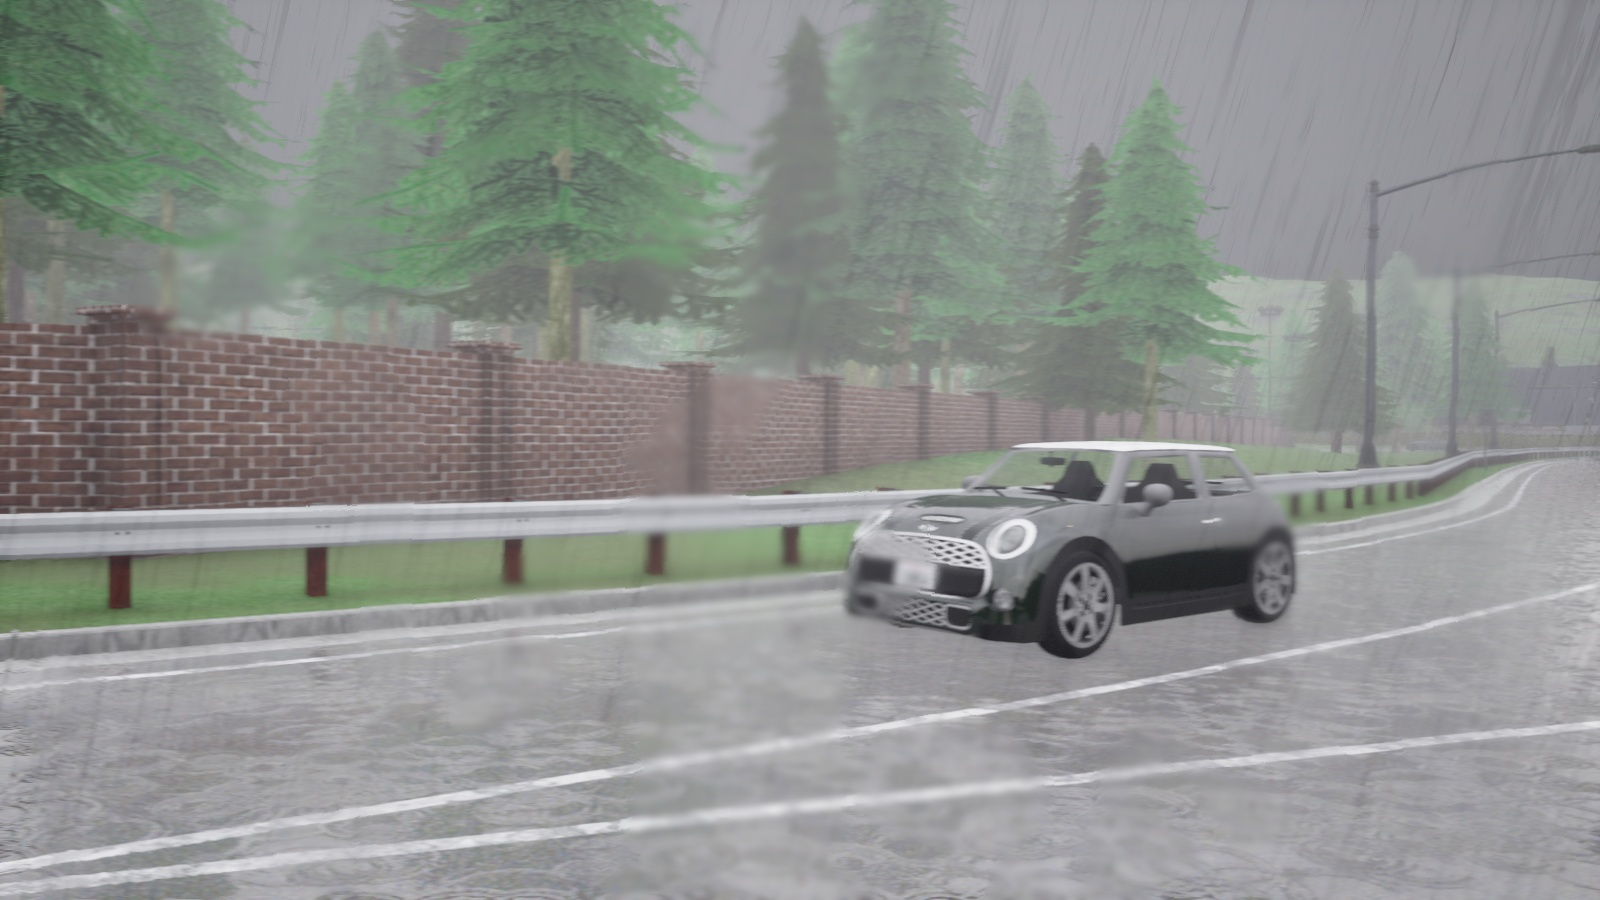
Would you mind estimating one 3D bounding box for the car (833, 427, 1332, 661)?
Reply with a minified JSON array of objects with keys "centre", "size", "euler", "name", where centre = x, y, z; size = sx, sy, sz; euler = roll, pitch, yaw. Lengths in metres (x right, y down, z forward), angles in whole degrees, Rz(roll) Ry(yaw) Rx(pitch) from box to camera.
[{"centre":[2.348,0.575,10.012],"size":[3.806,1.475,1.970],"euler":[-1,1,-40],"name":"car"}]
